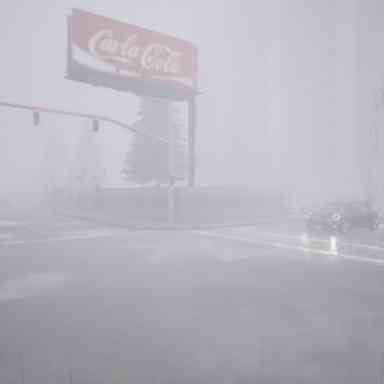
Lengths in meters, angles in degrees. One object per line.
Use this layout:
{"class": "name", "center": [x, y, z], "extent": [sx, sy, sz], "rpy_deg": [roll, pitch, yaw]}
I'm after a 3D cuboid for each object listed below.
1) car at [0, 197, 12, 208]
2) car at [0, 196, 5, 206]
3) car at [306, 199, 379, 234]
{"class": "car", "center": [-26.990, 1.480, 47.528], "extent": [1.837, 1.490, 4.892], "rpy_deg": [0, 0, -36]}
{"class": "car", "center": [-32.490, 1.452, 55.149], "extent": [1.882, 1.535, 5.008], "rpy_deg": [0, 0, -36]}
{"class": "car", "center": [8.463, 1.281, 18.675], "extent": [4.553, 1.767, 2.097], "rpy_deg": [0, 0, -34]}
